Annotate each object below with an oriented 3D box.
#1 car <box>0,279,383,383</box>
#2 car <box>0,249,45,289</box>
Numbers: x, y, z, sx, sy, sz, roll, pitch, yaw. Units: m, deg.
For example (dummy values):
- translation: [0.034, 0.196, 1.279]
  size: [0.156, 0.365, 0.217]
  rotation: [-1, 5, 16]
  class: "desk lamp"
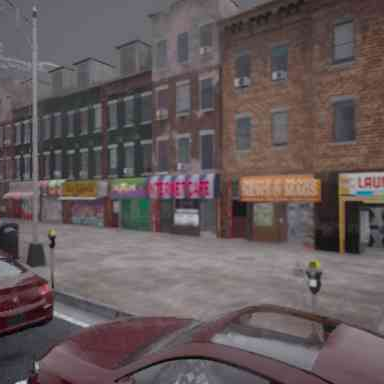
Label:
- translation: [0.432, 1.582, 2.512]
  size: [4.206, 1.307, 1.802]
  rotation: [0, -1, 36]
  class: "car"
- translation: [-4.049, 1.582, 5.708]
  size: [4.206, 1.307, 1.802]
  rotation: [0, -1, 36]
  class: "car"
